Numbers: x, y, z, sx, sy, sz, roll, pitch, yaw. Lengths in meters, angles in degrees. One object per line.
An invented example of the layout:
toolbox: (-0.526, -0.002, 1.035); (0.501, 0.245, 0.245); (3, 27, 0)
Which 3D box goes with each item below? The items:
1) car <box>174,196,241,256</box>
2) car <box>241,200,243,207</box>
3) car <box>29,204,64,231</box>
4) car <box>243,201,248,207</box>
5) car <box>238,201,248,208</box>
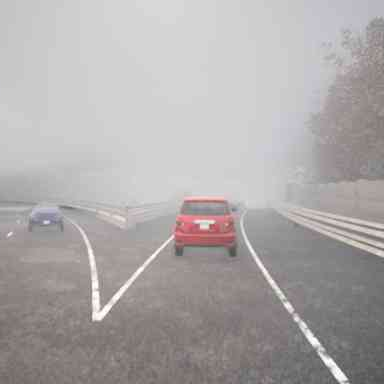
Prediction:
car: (0.612, 1.184, 13.218); (2.150, 2.045, 5.566); (0, 0, 5)
car: (4.941, 1.558, 41.173); (1.895, 1.301, 4.718); (0, -1, 11)
car: (-8.691, 1.440, 19.903); (1.812, 1.442, 4.674); (0, 0, -23)
car: (8.110, 2.008, 57.243); (1.895, 1.301, 4.718); (0, -2, 12)
car: (10.827, 2.645, 70.015); (1.812, 1.442, 4.674); (0, -4, 13)
